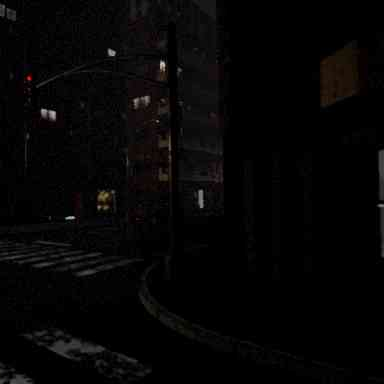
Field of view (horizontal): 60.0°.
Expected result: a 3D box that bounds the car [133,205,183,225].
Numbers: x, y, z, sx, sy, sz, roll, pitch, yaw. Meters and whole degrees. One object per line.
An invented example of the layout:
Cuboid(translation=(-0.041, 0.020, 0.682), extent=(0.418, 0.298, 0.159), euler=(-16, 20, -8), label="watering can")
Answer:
Cuboid(translation=(-2.553, 1.686, 25.479), extent=(1.887, 1.381, 4.507), euler=(-1, -1, 36), label="car")
